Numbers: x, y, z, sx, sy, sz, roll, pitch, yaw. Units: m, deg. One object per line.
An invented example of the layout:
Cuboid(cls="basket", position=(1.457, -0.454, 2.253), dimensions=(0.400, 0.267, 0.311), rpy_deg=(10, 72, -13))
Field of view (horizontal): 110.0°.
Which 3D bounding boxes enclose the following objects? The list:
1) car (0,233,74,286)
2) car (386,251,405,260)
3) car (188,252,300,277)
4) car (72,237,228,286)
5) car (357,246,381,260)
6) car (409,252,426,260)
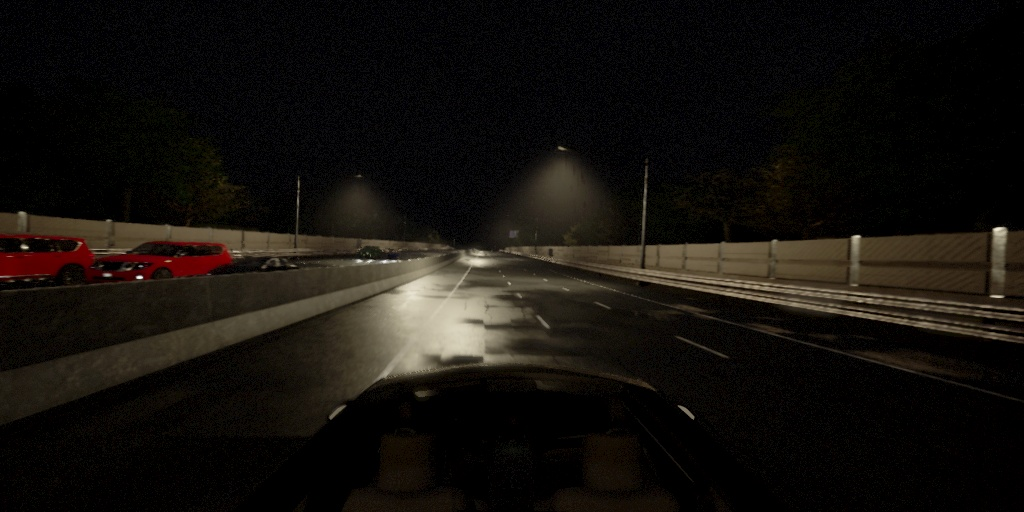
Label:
Cuboid(cls="car", position=(-18.476, 0.192, 12.729), dimensions=(2.150, 2.045, 5.566), rpy_deg=(3, 0, -5))
Cuboid(cls="car", position=(-18.474, -0.065, 56.933), dimensions=(1.895, 1.301, 4.718), rpy_deg=(3, 1, -4))
Cuboid(cls="car", position=(-11.784, 0.760, 16.673), dimensions=(2.128, 1.511, 4.902), rpy_deg=(3, 0, -4))
Cuboid(cls="car", position=(-15.232, 0.335, 16.082), dimensions=(2.150, 2.045, 5.566), rpy_deg=(3, 0, -4))
Cuboid(cls="car", position=(-21.816, -0.549, 55.126), dimensions=(2.150, 2.045, 5.566), rpy_deg=(3, 1, -4))
Cuboid(cls="car", position=(-14.984, 0.039, 57.234), dimensions=(2.033, 1.411, 5.357), rpy_deg=(3, 1, -4))
